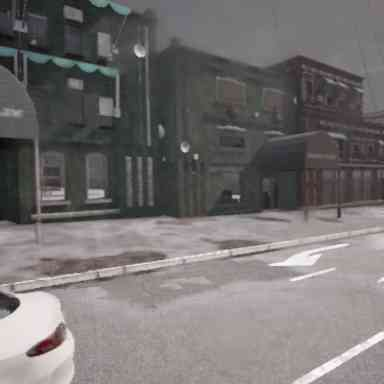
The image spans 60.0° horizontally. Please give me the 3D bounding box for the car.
[{"bbox_3d":[-3.331,1.540,2.476,4.674,1.442,1.812,-1,0,-35],"label":"car"}]
